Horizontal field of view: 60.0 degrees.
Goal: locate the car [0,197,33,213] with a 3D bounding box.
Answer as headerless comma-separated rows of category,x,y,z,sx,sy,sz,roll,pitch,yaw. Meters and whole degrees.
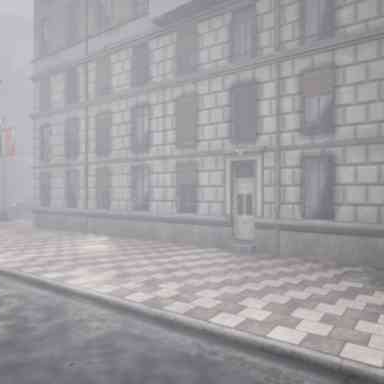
car,-18.343,1.347,37.262,2.097,1.767,4.553,0,0,36
